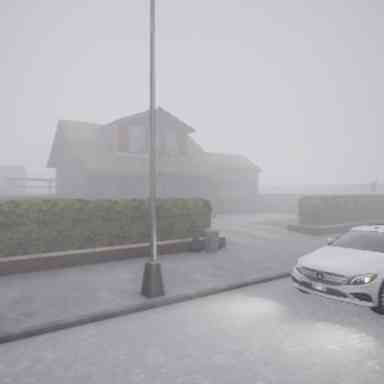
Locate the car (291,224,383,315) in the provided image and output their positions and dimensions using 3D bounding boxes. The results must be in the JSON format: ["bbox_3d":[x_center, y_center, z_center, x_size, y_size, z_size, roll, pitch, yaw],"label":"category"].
[{"bbox_3d":[4.298,1.513,7.624,4.674,1.442,1.812,0,0,-35],"label":"car"}]
